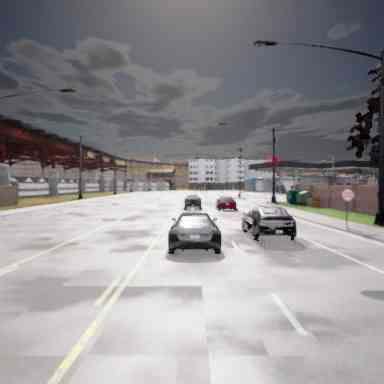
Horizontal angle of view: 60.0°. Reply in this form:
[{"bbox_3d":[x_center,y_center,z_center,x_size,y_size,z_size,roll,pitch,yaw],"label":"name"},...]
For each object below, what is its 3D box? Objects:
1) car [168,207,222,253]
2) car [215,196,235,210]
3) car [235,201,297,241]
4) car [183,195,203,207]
[{"bbox_3d":[0.100,1.508,13.491,1.994,1.385,4.181,0,0,0],"label":"car"},{"bbox_3d":[3.601,1.144,35.456,1.994,1.385,4.181,0,1,0],"label":"car"},{"bbox_3d":[3.600,1.411,16.126,2.128,1.511,4.902,0,1,0],"label":"car"},{"bbox_3d":[0.100,1.064,36.431,1.837,1.490,4.892,0,1,0],"label":"car"}]
